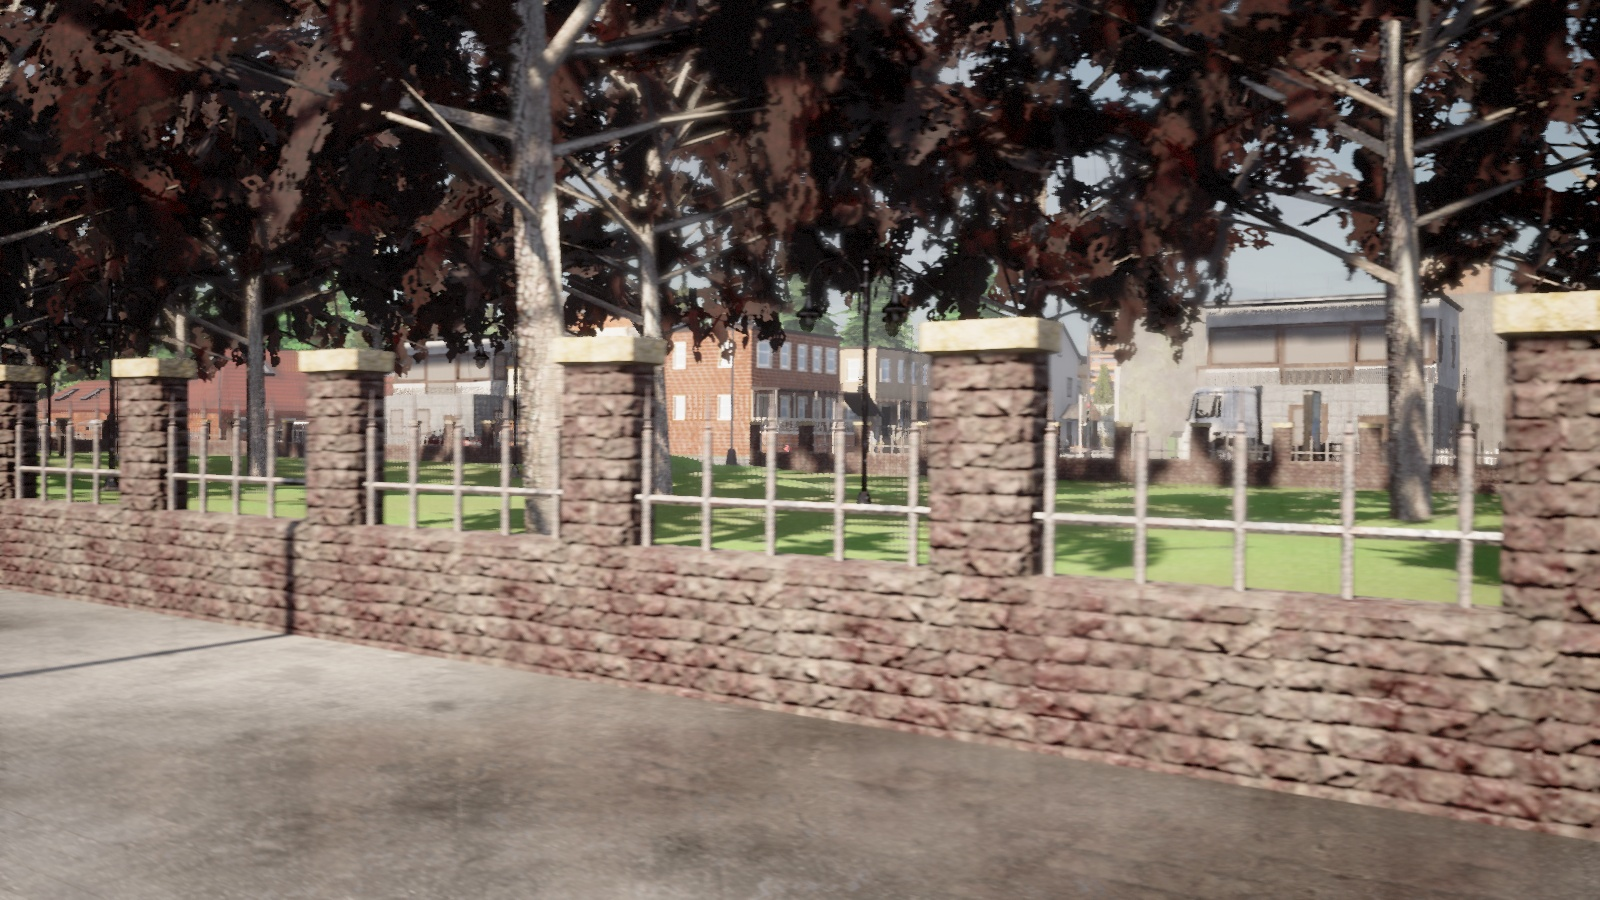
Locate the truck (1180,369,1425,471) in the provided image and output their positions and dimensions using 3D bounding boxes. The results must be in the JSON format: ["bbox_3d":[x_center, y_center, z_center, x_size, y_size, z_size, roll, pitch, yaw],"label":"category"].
[{"bbox_3d":[18.442,-1.050,46.306,7.936,3.462,2.891,0,1,34],"label":"truck"}]

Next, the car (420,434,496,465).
[{"bbox_3d":[-17.909,-0.025,65.748,3.705,1.549,1.789,0,1,34],"label":"car"}]

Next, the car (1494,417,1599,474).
[{"bbox_3d":[23.717,-0.158,37.999,4.611,1.667,2.242,0,1,34],"label":"car"}]
